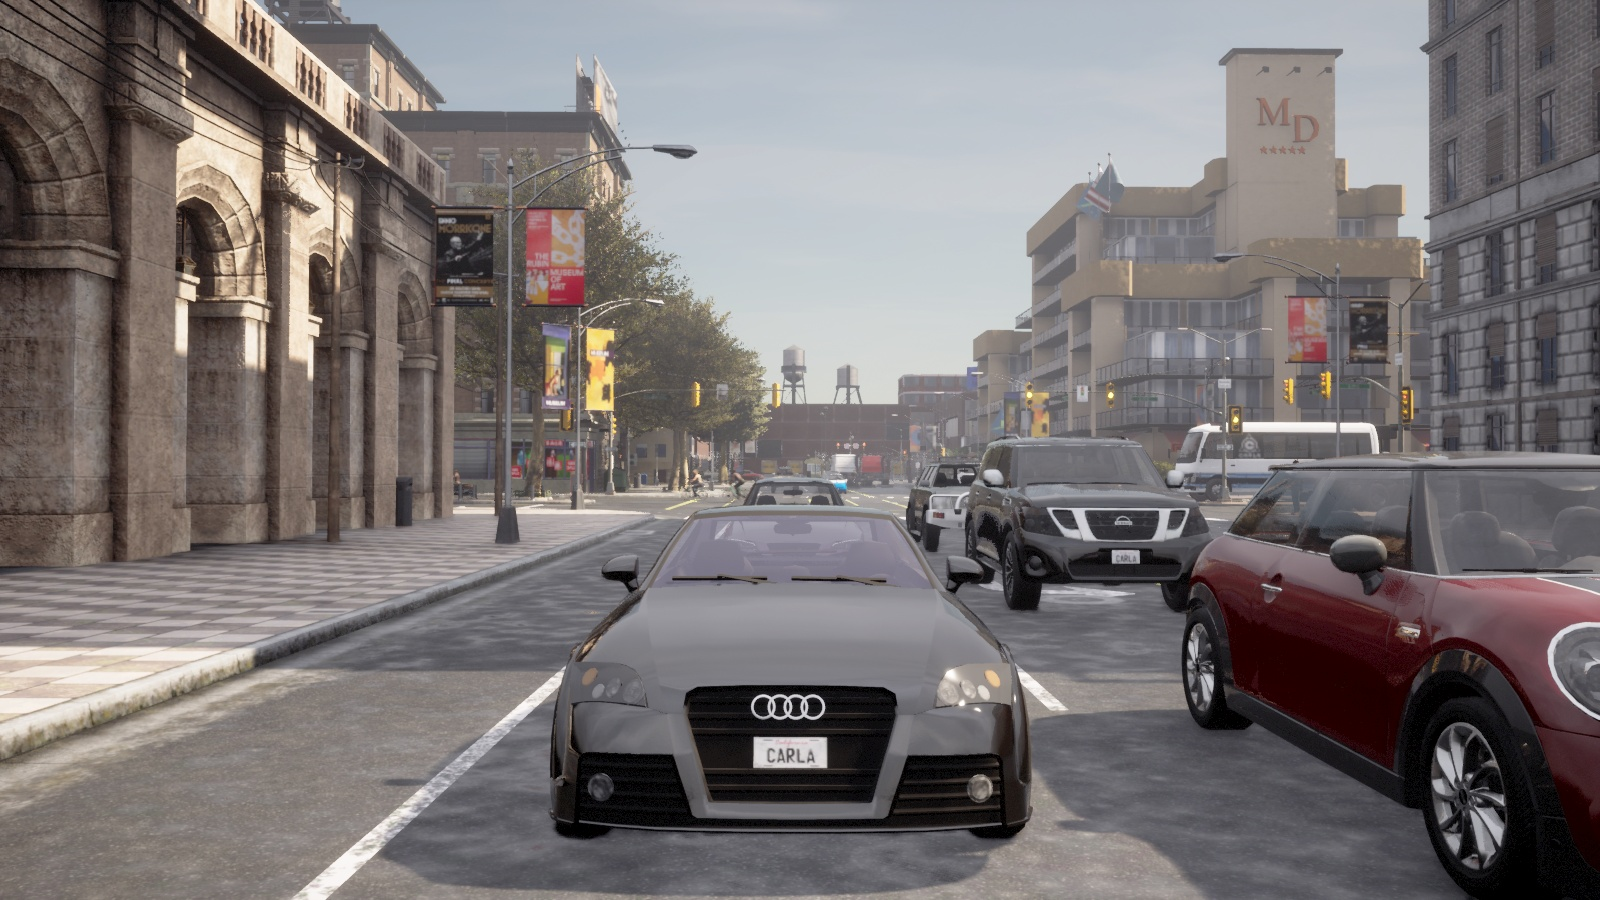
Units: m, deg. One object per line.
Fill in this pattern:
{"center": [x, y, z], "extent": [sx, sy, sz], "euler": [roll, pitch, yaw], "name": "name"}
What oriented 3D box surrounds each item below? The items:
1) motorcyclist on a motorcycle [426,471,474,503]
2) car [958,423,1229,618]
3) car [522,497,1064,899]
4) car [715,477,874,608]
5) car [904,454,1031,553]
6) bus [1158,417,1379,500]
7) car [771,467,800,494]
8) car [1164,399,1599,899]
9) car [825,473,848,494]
{"center": [-18.558, 1.955, 66.595], "extent": [2.350, 1.649, 0.766], "euler": [0, -1, -1], "name": "motorcyclist on a motorcycle"}
{"center": [3.434, 0.788, 15.993], "extent": [2.150, 2.045, 5.566], "euler": [0, -1, 0], "name": "car"}
{"center": [-0.032, 0.991, 6.719], "extent": [1.994, 1.385, 4.181], "euler": [0, -1, 0], "name": "car"}
{"center": [-0.072, 1.105, 16.502], "extent": [1.816, 1.474, 4.193], "euler": [0, -1, 0], "name": "car"}
{"center": [3.360, 1.055, 26.086], "extent": [1.932, 1.855, 4.605], "euler": [0, -1, -1], "name": "car"}
{"center": [24.795, 0.460, 66.964], "extent": [10.273, 4.253, 3.944], "euler": [0, -1, -1], "name": "bus"}
{"center": [-1.039, 2.117, 88.457], "extent": [1.932, 1.855, 4.605], "euler": [0, -1, -1], "name": "car"}
{"center": [3.469, 0.760, 5.993], "extent": [2.097, 1.767, 4.553], "euler": [0, -1, 0], "name": "car"}
{"center": [2.497, 2.302, 86.116], "extent": [1.481, 1.376, 2.207], "euler": [0, -1, -1], "name": "car"}
